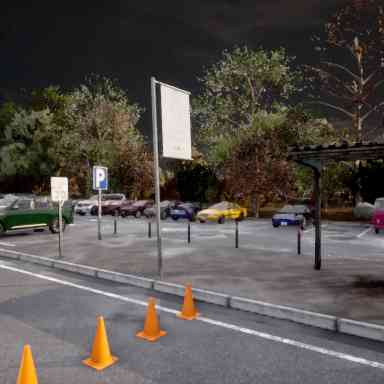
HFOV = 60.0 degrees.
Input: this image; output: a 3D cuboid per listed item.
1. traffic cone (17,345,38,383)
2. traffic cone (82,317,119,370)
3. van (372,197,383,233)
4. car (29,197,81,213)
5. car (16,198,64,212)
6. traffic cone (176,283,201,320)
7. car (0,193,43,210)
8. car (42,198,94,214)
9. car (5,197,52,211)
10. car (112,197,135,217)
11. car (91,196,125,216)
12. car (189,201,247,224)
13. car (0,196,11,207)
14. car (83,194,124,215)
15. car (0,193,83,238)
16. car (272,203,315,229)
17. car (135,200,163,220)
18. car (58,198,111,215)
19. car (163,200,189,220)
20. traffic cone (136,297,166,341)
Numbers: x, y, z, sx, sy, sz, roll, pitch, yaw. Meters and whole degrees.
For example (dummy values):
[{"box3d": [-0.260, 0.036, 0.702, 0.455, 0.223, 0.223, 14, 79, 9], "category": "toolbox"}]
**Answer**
[{"box3d": [-1.787, 1.957, 3.600, 0.340, 0.580, 0.340, 0, 0, 35], "category": "traffic cone"}, {"box3d": [-1.212, 1.957, 4.417, 0.340, 0.580, 0.340, 0, 0, 35], "category": "traffic cone"}, {"box3d": [11.591, 1.264, 19.047, 1.878, 1.987, 4.442, 0, 0, 35], "category": "van"}, {"box3d": [-15.626, 1.444, 38.252, 1.946, 1.575, 5.366, 0, 0, 35], "category": "car"}, {"box3d": [-18.017, 1.469, 39.671, 2.163, 1.488, 4.792, 0, 0, 35], "category": "car"}, {"box3d": [-0.062, 1.957, 6.049, 0.340, 0.580, 0.340, 0, 0, 36], "category": "traffic cone"}, {"box3d": [-22.563, 1.153, 42.866, 2.435, 2.045, 5.566, 0, 0, 35], "category": "car"}, {"box3d": [-13.463, 1.455, 36.500, 2.097, 1.535, 5.008, 0, 0, 35], "category": "car"}, {"box3d": [-20.261, 1.452, 41.318, 2.163, 1.488, 4.792, 0, 0, 35], "category": "car"}, {"box3d": [-4.371, 1.469, 30.126, 2.097, 1.535, 5.008, 0, 0, 35], "category": "car"}, {"box3d": [-6.642, 1.466, 31.721, 2.097, 1.535, 5.008, 0, 0, 35], "category": "car"}, {"box3d": [2.332, 1.475, 25.183, 1.946, 1.575, 5.366, 0, 0, 35], "category": "car"}, {"box3d": [-29.255, 1.332, 47.830, 1.946, 1.575, 5.366, 1, 0, 35], "category": "car"}, {"box3d": [-8.933, 1.212, 33.289, 2.435, 2.045, 5.566, 0, 0, 35], "category": "car"}, {"box3d": [-8.926, 1.221, 17.300, 2.435, 2.045, 5.566, 0, 0, 35], "category": "car"}, {"box3d": [6.965, 1.513, 22.119, 2.163, 1.488, 4.792, 0, 0, 35], "category": "car"}, {"box3d": [-2.099, 1.473, 28.531, 2.231, 1.521, 4.892, 0, 0, 35], "category": "car"}, {"box3d": [-11.190, 1.461, 34.903, 2.231, 1.521, 4.892, 0, 0, 35], "category": "car"}, {"box3d": [0.185, 1.504, 26.954, 2.163, 1.488, 4.792, 0, 0, 35], "category": "car"}, {"box3d": [-0.637, 1.957, 5.233, 0.340, 0.580, 0.340, 0, 0, 35], "category": "traffic cone"}]
